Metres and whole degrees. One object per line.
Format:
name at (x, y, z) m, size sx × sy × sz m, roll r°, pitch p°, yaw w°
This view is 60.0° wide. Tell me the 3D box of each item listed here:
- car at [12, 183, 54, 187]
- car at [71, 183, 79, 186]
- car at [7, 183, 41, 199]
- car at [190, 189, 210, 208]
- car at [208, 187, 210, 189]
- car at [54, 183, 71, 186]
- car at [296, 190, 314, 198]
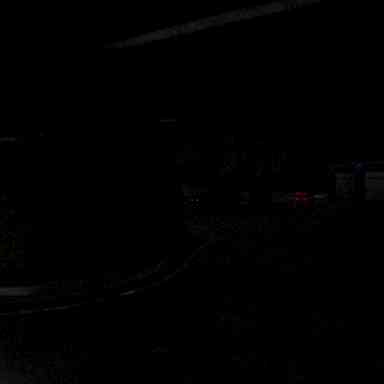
car at (-16.854, 0.065, 35.068) m, size 3.866 × 1.878 × 1.905 m, roll 2°, pitch 2°, yaw 35°
car at (-24.957, -0.921, 67.955) m, size 4.605 × 1.855 × 1.932 m, roll 2°, pitch 2°, yaw 35°
car at (-21.364, -0.157, 42.302) m, size 4.605 × 1.855 × 1.932 m, roll 2°, pitch 2°, yaw 35°
car at (1.945, 0.761, 32.325) m, size 2.033 × 1.411 × 5.357 m, roll 2°, pitch 2°, yaw 36°
car at (5.370, -0.378, 65.378) m, size 5.027 × 1.636 × 2.152 m, roll 2°, pitch 2°, yaw 35°
car at (-26.304, -0.877, 65.348) m, size 3.866 × 1.878 × 1.905 m, roll 2°, pitch 2°, yaw 35°
car at (19.219, 0.260, 56.323) m, size 1.895 × 1.301 × 4.718 m, roll 2°, pitch 2°, yaw 36°
